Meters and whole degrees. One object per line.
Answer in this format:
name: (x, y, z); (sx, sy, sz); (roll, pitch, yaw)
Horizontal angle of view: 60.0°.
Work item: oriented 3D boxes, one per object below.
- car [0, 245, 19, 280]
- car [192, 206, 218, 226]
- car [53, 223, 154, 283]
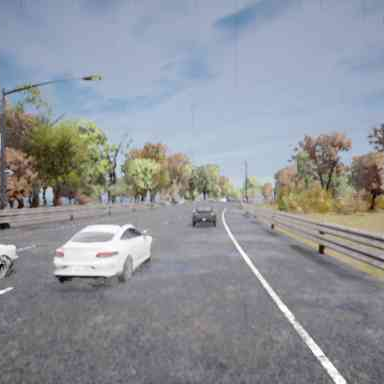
car: (-6.180, 1.731, 7.641); (1.895, 1.301, 4.718); (0, -1, 5)
car: (1.060, 1.869, 27.090); (2.128, 1.511, 4.902); (0, -1, 4)
car: (-2.429, 1.669, 10.045); (1.812, 1.442, 4.674); (0, -1, 6)
